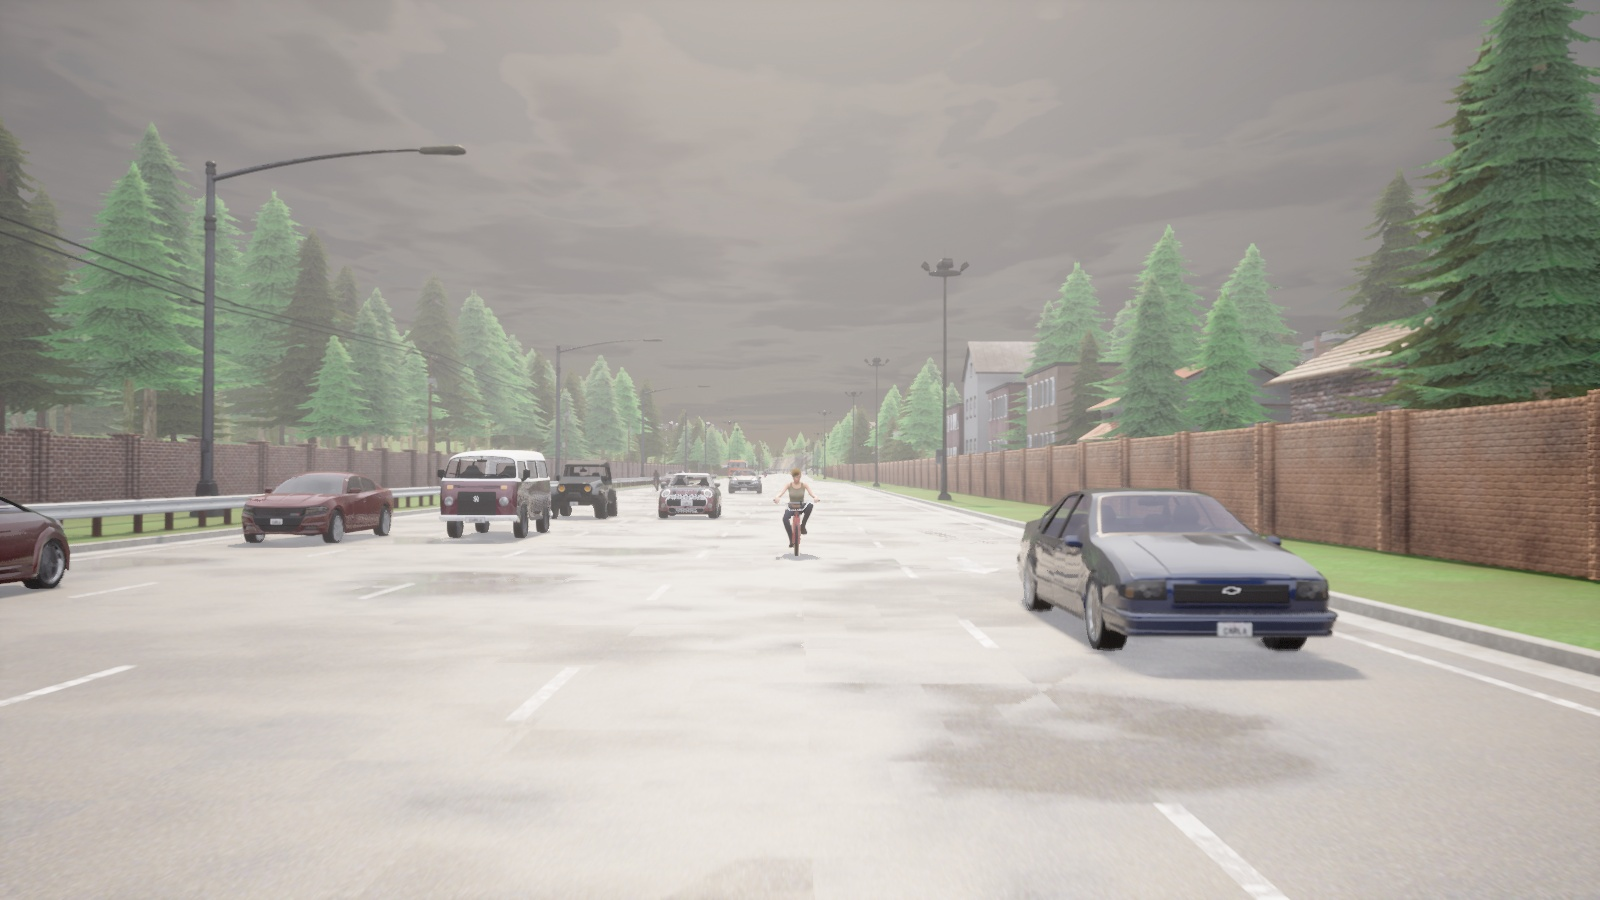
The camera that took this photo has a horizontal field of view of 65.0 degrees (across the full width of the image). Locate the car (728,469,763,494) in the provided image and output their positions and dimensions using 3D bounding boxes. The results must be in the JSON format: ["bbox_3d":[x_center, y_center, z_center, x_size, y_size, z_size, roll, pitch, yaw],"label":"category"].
[{"bbox_3d":[-3.714,2.114,86.005,2.242,1.667,4.611,0,-1,0],"label":"car"}]

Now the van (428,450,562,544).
[{"bbox_3d":[-7.075,1.063,29.638,2.069,2.038,4.480,0,-1,0],"label":"van"}]

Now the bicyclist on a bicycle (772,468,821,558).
[{"bbox_3d":[-0.054,1.139,23.165,0.866,1.612,1.509,0,-1,0],"label":"bicyclist on a bicycle"}]

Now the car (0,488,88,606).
[{"bbox_3d":[-10.537,1.168,14.745,1.994,1.385,4.181,0,-1,0],"label":"car"}]

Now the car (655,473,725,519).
[{"bbox_3d":[-3.604,1.493,41.736,1.970,1.475,3.806,0,-1,0],"label":"car"}]

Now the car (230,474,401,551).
[{"bbox_3d":[-10.570,1.301,27.843,1.882,1.535,5.008,0,-1,0],"label":"car"}]

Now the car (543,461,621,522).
[{"bbox_3d":[-7.103,1.330,41.263,1.905,1.878,3.866,0,-1,0],"label":"car"}]

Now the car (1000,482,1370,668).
[{"bbox_3d":[3.471,1.059,12.623,2.033,1.411,5.357,0,-1,0],"label":"car"}]
